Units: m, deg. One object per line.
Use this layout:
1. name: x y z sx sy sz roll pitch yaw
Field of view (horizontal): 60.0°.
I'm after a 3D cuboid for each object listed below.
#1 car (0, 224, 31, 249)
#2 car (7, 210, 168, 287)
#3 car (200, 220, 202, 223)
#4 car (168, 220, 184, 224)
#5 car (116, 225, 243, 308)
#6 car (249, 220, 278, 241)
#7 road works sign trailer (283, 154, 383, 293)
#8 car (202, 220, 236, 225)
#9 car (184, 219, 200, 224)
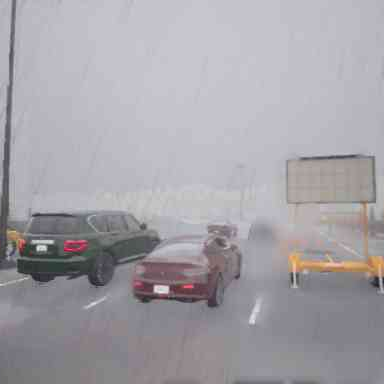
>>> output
1. car: -11.598 2.506 18.676 1.895 1.301 4.718 -1 -4 17
2. car: -2.882 1.600 10.713 2.150 2.045 5.566 -1 -3 17
3. car: 3.285 5.339 54.696 1.994 1.385 4.181 -1 -5 17
4. car: -2.806 5.616 58.491 2.033 1.411 5.357 -1 -5 18
5. car: 0.103 1.775 8.508 1.812 1.442 4.674 -1 -3 17
6. car: 5.629 3.019 26.239 1.837 1.490 4.892 -1 -5 17
7. road works sign trailer: 4.018 0.741 9.725 2.380 3.560 2.880 -1 -3 17
8. car: 2.666 3.167 28.489 1.882 1.535 5.008 -1 -5 17
9. car: 0.727 5.531 58.253 1.882 1.535 5.008 -1 -5 17
